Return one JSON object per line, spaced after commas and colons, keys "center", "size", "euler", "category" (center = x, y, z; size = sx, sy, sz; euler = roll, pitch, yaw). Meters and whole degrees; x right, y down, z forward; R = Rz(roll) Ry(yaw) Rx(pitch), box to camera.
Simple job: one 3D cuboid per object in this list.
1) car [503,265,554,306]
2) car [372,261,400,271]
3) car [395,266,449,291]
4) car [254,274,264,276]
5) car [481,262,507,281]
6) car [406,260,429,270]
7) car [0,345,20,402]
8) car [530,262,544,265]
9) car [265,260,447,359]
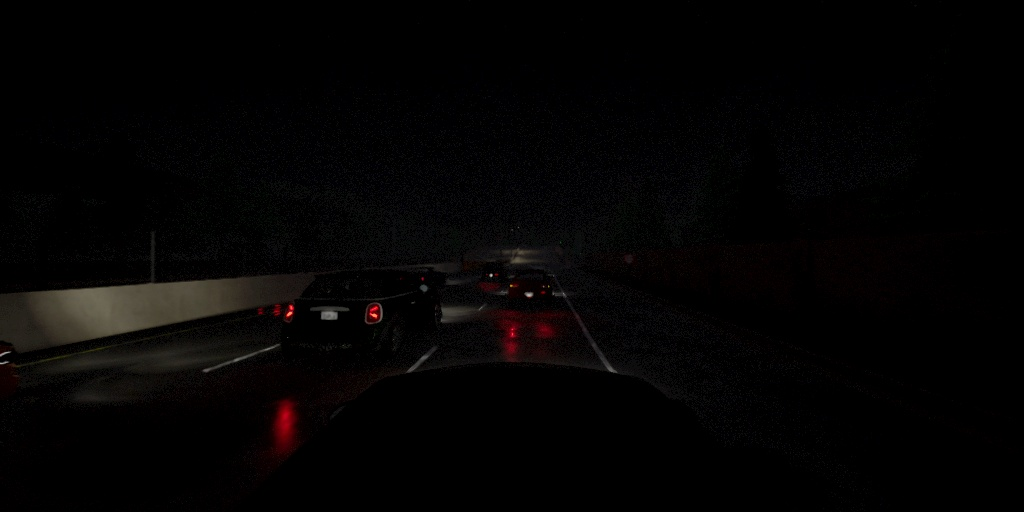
{"center": [0.857, 1.301, 15.972], "size": [1.812, 1.442, 4.674], "euler": [0, 0, 5], "category": "car"}
{"center": [-17.465, 1.320, 49.945], "size": [1.895, 1.301, 4.718], "euler": [0, 0, 5], "category": "car"}
{"center": [-5.584, 1.349, 22.985], "size": [1.895, 1.301, 4.718], "euler": [0, 0, 5], "category": "car"}
{"center": [-13.016, 1.304, 20.440], "size": [1.895, 1.301, 4.718], "euler": [0, 0, 5], "category": "car"}
{"center": [-1.425, 1.286, 30.556], "size": [1.837, 1.490, 4.892], "euler": [0, 0, 5], "category": "car"}
{"center": [-13.732, 1.319, 52.295], "size": [1.994, 1.385, 4.181], "euler": [0, 0, 5], "category": "car"}
{"center": [-6.894, 1.190, 2.190], "size": [1.882, 1.535, 5.008], "euler": [0, 0, 0], "category": "car"}
{"center": [2.478, 1.336, 35.171], "size": [1.812, 1.442, 4.674], "euler": [0, 0, 5], "category": "car"}
{"center": [-3.169, 1.095, 8.573], "size": [2.097, 1.767, 4.553], "euler": [0, 0, 3], "category": "car"}
